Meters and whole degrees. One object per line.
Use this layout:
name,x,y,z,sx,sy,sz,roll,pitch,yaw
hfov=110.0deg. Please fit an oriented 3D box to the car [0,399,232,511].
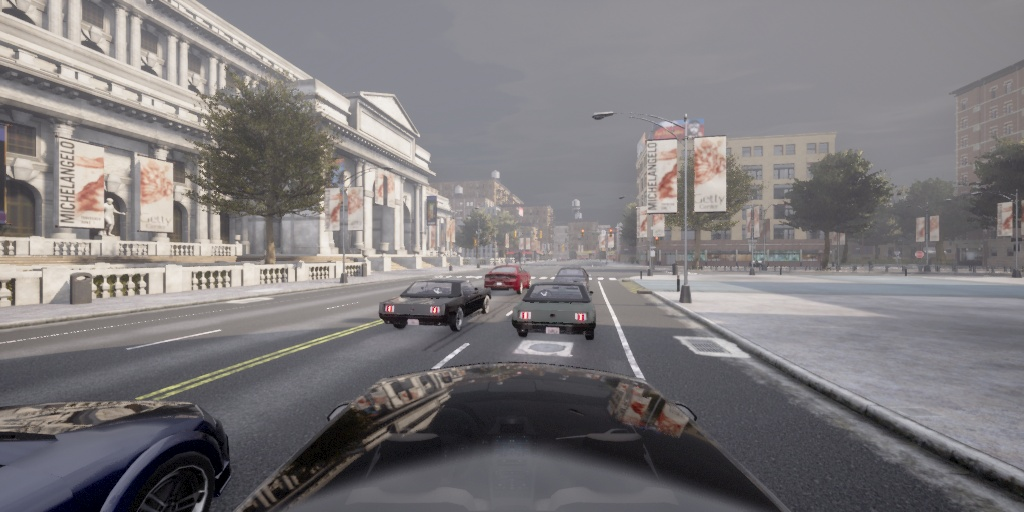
car,-3.157,1.314,1.070,1.994,1.385,4.181,0,0,-2

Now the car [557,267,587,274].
car,3.260,1.297,19.398,2.033,1.411,5.357,0,0,12

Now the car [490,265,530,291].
car,-0.133,1.228,20.209,1.882,1.535,5.008,0,0,12

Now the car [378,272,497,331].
car,-2.019,1.351,11.058,1.895,1.301,4.718,0,0,11

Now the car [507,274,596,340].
car,1.325,1.351,10.048,1.895,1.301,4.718,0,0,11
